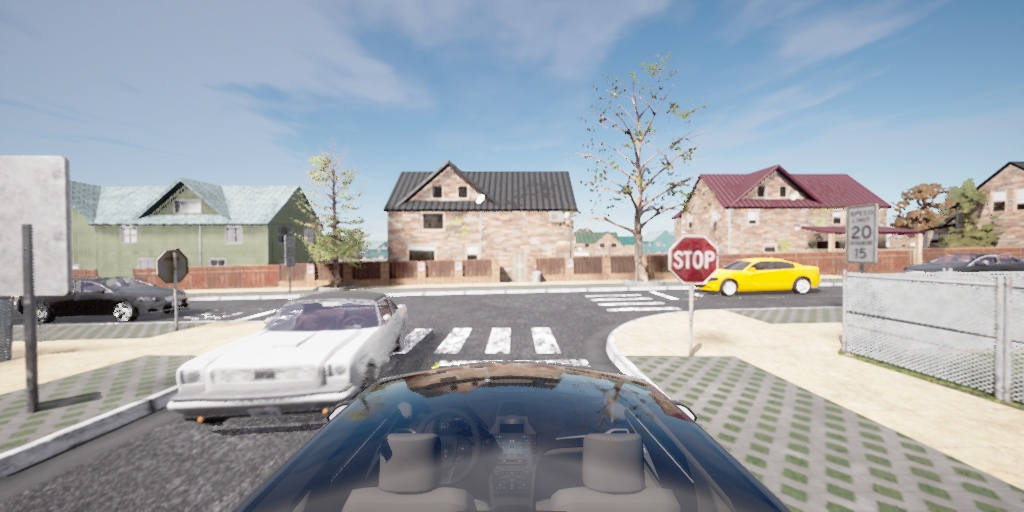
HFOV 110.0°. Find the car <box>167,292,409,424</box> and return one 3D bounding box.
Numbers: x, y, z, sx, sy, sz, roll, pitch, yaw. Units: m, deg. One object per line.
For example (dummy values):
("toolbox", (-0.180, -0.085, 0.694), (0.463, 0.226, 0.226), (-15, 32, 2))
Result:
("car", (-2.956, 1.330, 5.958), (1.895, 1.301, 4.718), (0, 0, -9))

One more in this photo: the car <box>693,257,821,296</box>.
("car", (10.527, 0.839, 15.672), (5.008, 1.535, 1.882), (-1, 1, -1))

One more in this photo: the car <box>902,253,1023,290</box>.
("car", (19.956, 0.629, 15.652), (4.902, 1.511, 2.128), (-1, 1, 0))

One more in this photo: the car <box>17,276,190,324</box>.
("car", (-14.511, 1.507, 12.909), (4.902, 1.511, 2.128), (-1, 1, 0))
